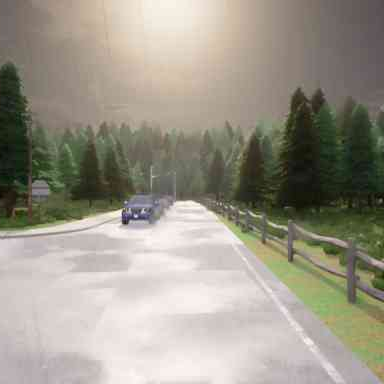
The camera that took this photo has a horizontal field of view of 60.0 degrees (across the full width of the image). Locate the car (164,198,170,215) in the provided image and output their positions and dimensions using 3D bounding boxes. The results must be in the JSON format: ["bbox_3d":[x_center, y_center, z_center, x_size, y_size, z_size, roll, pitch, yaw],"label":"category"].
[{"bbox_3d":[-3.523,1.587,31.486,1.994,1.385,4.181,0,0,0],"label":"car"}]

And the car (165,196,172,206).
[{"bbox_3d":[-3.807,1.565,42.389,1.812,1.442,4.674,0,0,-2],"label":"car"}]

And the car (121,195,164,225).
[{"bbox_3d":[-3.627,1.240,24.612,2.150,2.045,5.566,0,0,1],"label":"car"}]

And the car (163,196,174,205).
[{"bbox_3d":[-4.226,1.471,60.580,1.837,1.490,4.892,0,0,-2],"label":"car"}]

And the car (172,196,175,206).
[{"bbox_3d":[-4.054,1.649,54.229,1.895,1.301,4.718,0,0,-2],"label":"car"}]
